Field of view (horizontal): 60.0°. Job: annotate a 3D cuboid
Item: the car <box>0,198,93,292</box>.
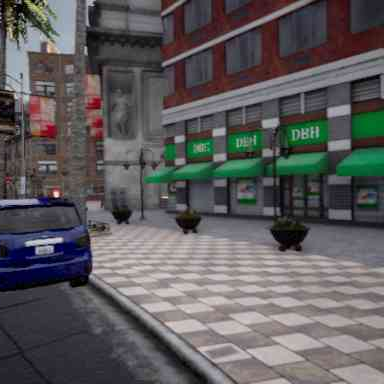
[{"bbox_3d":[-4.313,1.171,8.348,2.150,2.045,5.566,-2,1,-36],"label":"car"}]
